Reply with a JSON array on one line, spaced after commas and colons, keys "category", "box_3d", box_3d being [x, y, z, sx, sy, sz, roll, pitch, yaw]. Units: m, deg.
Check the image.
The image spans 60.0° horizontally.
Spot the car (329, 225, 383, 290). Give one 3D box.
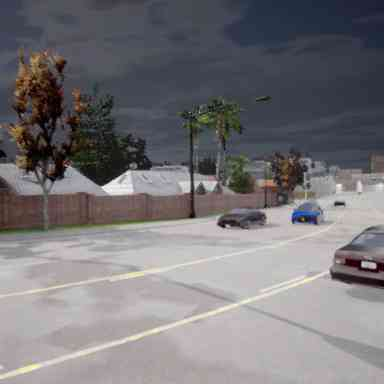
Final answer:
[{"category": "car", "box_3d": [5.466, 1.590, 8.797, 2.033, 1.411, 5.357, -1, -1, 44]}]

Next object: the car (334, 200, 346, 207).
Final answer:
[{"category": "car", "box_3d": [27.907, 2.092, 62.714, 1.895, 1.301, 4.718, -1, -1, 27]}]

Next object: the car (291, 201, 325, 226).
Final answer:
[{"category": "car", "box_3d": [9.160, 1.714, 26.075, 1.882, 1.535, 5.008, -1, -1, 29]}]

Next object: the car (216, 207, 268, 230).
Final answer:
[{"category": "car", "box_3d": [3.715, 1.796, 23.634, 2.033, 1.411, 5.357, -1, -1, 32]}]
